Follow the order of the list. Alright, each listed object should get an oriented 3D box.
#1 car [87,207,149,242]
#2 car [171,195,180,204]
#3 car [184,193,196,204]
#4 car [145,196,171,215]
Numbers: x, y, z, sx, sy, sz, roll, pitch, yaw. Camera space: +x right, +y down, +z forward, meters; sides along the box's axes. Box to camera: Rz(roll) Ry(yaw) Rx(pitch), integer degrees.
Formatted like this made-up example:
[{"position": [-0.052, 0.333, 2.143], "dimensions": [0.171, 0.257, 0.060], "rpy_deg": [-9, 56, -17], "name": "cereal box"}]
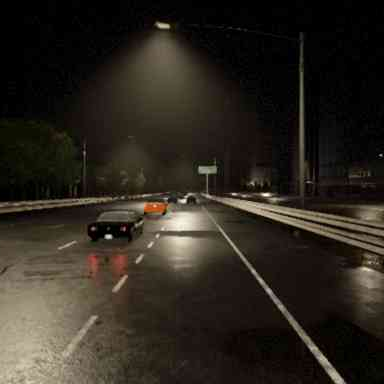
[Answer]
[{"position": [-3.520, 1.604, 16.278], "dimensions": [1.895, 1.301, 4.718], "rpy_deg": [0, 0, 0], "name": "car"}, {"position": [-3.734, 1.544, 63.908], "dimensions": [1.837, 1.490, 4.892], "rpy_deg": [0, 0, 0], "name": "car"}, {"position": [-0.150, 1.540, 66.390], "dimensions": [1.837, 1.490, 4.892], "rpy_deg": [0, -1, 0], "name": "car"}, {"position": [-3.573, 1.368, 33.884], "dimensions": [2.097, 1.767, 4.553], "rpy_deg": [0, 0, 0], "name": "car"}]
